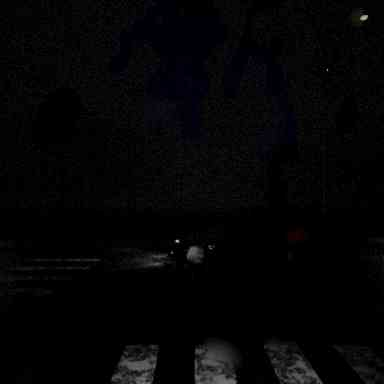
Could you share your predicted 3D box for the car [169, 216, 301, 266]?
[{"bbox_3d":[1.358,1.522,10.924,4.181,1.385,1.994,-1,0,1],"label":"car"}]
